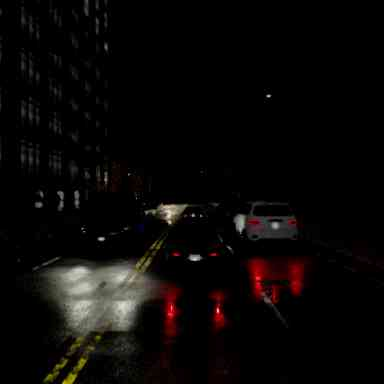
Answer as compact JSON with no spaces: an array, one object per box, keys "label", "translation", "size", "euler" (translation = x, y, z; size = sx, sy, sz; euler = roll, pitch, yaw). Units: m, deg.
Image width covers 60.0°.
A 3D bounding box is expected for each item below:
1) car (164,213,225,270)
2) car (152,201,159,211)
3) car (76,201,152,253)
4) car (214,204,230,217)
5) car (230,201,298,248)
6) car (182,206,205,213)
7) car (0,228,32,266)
[{"label":"car","translation":[0.090,1.676,11.482],"size":[1.812,1.442,4.674],"euler":[0,-1,0]},{"label":"car","translation":[-6.487,2.165,54.248],"size":[2.033,1.411,5.357],"euler":[0,-1,0]},{"label":"car","translation":[-3.347,1.420,15.051],"size":[2.150,2.045,5.566],"euler":[0,-1,0]},{"label":"car","translation":[3.356,1.915,33.613],"size":[1.882,1.535,5.008],"euler":[0,-1,0]},{"label":"car","translation":[3.351,1.431,16.030],"size":[2.150,2.045,5.566],"euler":[0,-1,0]},{"label":"car","translation":[0.103,1.912,27.990],"size":[2.033,1.411,5.357],"euler":[0,-1,0]},{"label":"car","translation":[-6.599,1.726,9.528],"size":[1.895,1.301,4.718],"euler":[0,-1,0]}]
